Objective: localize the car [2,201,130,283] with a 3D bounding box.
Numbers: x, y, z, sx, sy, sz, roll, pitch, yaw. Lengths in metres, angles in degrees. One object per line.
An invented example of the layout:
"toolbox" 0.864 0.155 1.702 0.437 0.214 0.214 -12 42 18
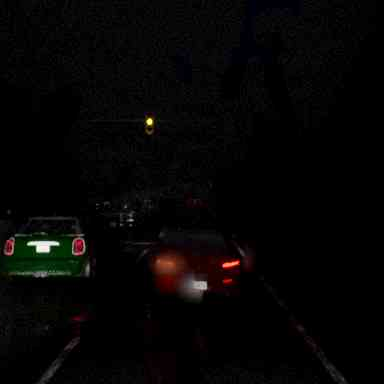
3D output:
"car" -3.359 1.293 9.657 2.097 1.767 4.553 0 0 0

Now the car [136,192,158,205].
"car" -6.726 1.184 50.508 2.128 1.511 4.902 0 0 1

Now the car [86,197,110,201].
"car" -10.357 1.257 36.274 1.882 1.535 5.008 0 0 1

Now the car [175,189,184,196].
"car" -2.927 0.046 76.548 2.128 1.511 4.902 0 3 0

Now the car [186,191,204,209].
"car" 0.375 1.105 40.680 2.097 1.767 4.553 0 0 0

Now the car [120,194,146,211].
"car" -6.841 1.264 36.998 2.128 1.511 4.902 0 1 2

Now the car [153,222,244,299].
"car" 0.133 1.475 8.191 1.812 1.442 4.674 0 0 0

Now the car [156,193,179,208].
"car" -3.103 1.214 43.454 1.882 1.535 5.008 0 0 0

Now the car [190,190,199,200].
"car" 0.503 0.571 67.106 1.837 1.490 4.892 0 4 1

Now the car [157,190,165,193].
"car" -6.490 0.459 69.006 1.837 1.490 4.892 0 3 0

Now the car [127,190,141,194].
"car" -10.117 0.736 58.546 2.150 2.045 5.566 0 2 1
